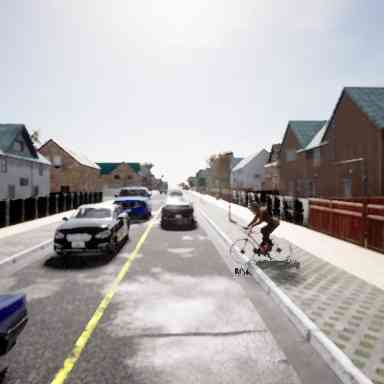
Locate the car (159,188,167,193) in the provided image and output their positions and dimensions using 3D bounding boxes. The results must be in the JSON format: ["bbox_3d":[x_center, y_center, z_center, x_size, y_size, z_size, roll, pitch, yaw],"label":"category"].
[{"bbox_3d":[-6.554,-0.279,76.766,1.882,1.535,5.008,0,1,-3],"label":"car"}]

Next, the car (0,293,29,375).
[{"bbox_3d":[-2.919,1.556,1.961,1.895,1.301,4.718,0,1,-2],"label":"car"}]

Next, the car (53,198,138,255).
[{"bbox_3d":[-3.408,1.197,12.050,2.128,1.511,4.902,0,1,-3],"label":"car"}]

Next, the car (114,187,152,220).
[{"bbox_3d":[-3.930,0.676,22.609,2.150,2.045,5.566,0,1,-3],"label":"car"}]

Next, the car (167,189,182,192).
[{"bbox_3d":[-2.210,0.383,47.042,1.882,1.535,5.008,0,1,-3],"label":"car"}]

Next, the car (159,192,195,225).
[{"bbox_3d":[-0.847,1.002,19.830,2.128,1.511,4.902,0,1,-3],"label":"car"}]

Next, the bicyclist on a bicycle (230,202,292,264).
[{"bbox_3d":[1.801,1.080,8.709,1.656,1.620,0.582,-1,1,-3],"label":"bicyclist on a bicycle"}]
